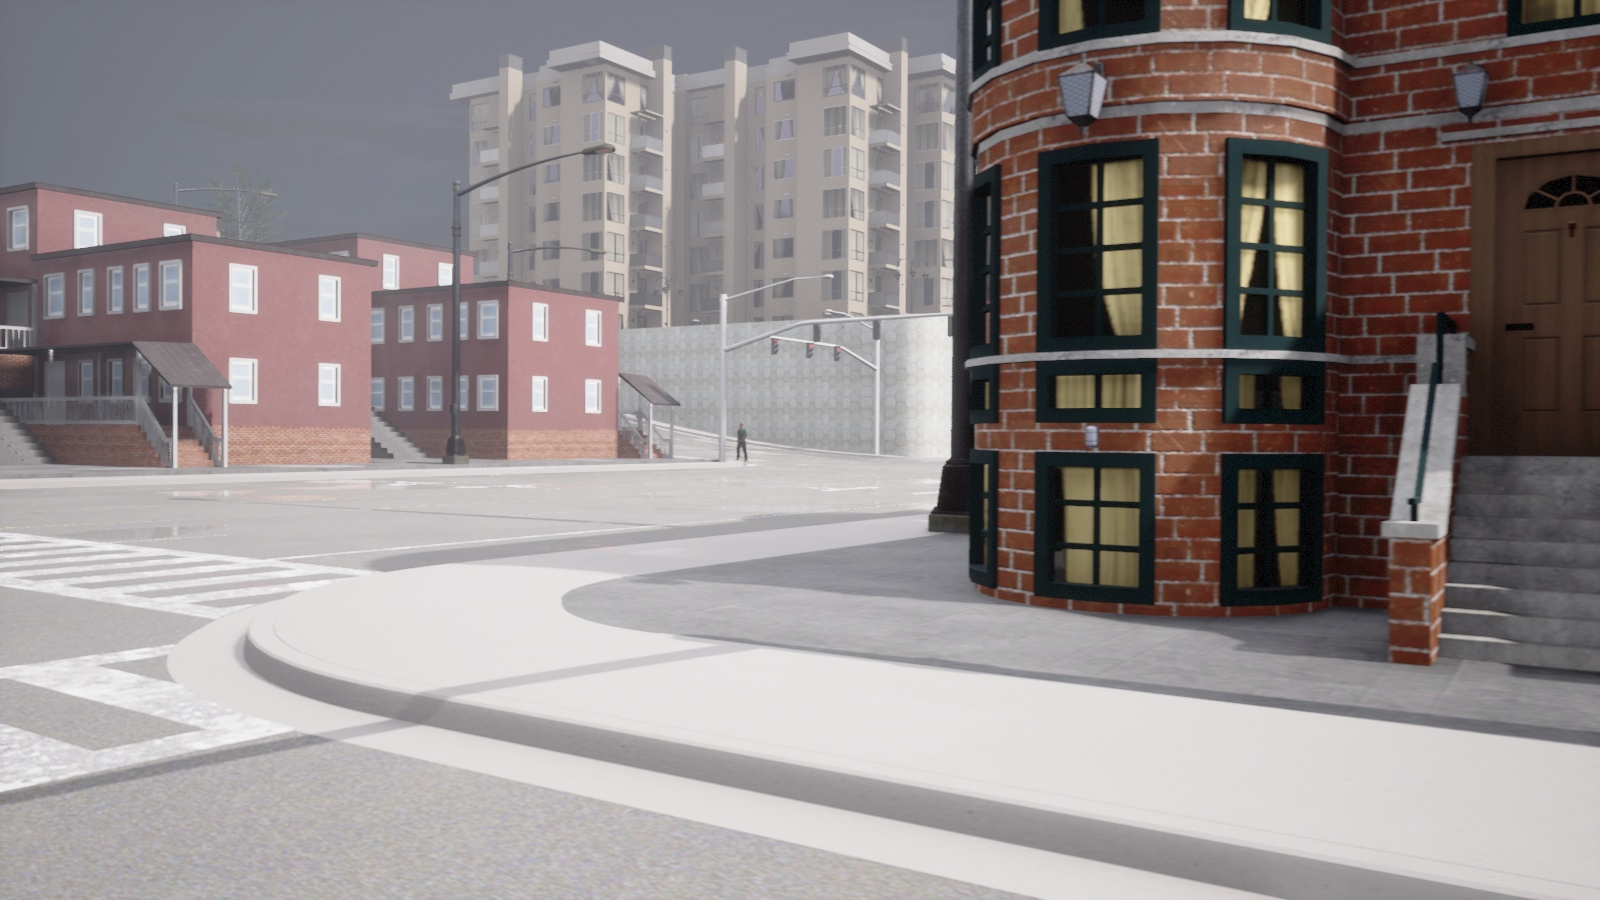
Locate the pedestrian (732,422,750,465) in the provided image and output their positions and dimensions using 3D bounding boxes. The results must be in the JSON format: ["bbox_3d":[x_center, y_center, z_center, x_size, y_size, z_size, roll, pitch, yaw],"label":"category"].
[{"bbox_3d":[-2.697,-0.309,57.582,0.423,1.949,0.788,0,1,34],"label":"pedestrian"}]
